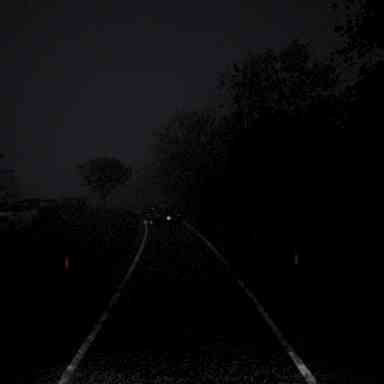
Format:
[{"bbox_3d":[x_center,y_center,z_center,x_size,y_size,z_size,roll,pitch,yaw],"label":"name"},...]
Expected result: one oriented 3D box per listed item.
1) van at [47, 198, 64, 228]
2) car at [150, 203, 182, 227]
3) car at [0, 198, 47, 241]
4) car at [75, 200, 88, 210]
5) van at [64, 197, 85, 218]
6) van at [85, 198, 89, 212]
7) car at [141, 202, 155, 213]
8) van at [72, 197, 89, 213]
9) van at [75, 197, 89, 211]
[{"bbox_3d":[-10.592,1.451,23.187,1.878,1.987,4.442,1,-2,-9],"label":"van"},{"bbox_3d":[-1.894,1.778,24.753,1.994,1.385,4.181,0,0,-9],"label":"car"},{"bbox_3d":[-9.986,1.372,17.718,2.435,2.045,5.566,1,-2,-8],"label":"car"},{"bbox_3d":[-18.503,2.182,55.633,1.946,1.575,5.366,2,-2,-19],"label":"car"},{"bbox_3d":[-12.427,1.578,34.220,1.878,1.987,4.442,1,-2,-14],"label":"van"},{"bbox_3d":[-13.670,1.658,39.660,1.878,1.987,4.442,1,-2,-15],"label":"van"},{"bbox_3d":[-5.190,1.898,41.440,1.994,1.385,4.181,0,0,-14],"label":"car"},{"bbox_3d":[-15.094,1.748,45.066,1.878,1.987,4.442,1,-2,-15],"label":"van"},{"bbox_3d":[-16.703,1.850,50.423,1.878,1.987,4.442,2,-2,-20],"label":"van"}]
